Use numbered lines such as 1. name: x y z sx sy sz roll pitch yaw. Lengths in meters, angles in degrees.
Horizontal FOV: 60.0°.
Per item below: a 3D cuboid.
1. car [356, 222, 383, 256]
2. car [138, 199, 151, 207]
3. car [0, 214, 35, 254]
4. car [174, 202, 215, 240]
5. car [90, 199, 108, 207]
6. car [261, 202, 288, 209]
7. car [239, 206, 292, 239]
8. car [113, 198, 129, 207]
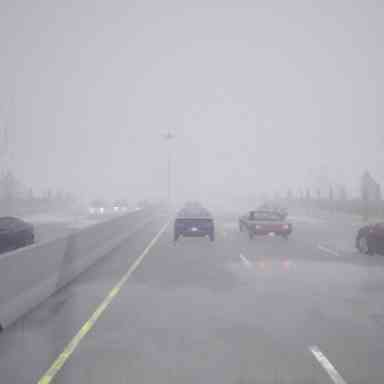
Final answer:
1. car: 7.099 1.357 10.397 2.097 1.767 4.553 0 0 0
2. car: -7.608 1.720 53.222 1.895 1.301 4.718 0 0 -5
3. car: -7.101 1.532 11.423 1.812 1.442 4.674 0 0 0
4. car: 0.097 1.491 17.103 1.882 1.535 5.008 0 0 0
5. car: -14.521 1.717 52.020 1.895 1.301 4.718 0 0 -5
6. car: 7.098 1.585 29.683 2.033 1.411 5.357 0 0 0
7. car: 3.599 1.614 17.227 1.895 1.301 4.718 0 0 0
8. car: -11.075 1.678 52.066 1.994 1.385 4.181 0 0 -5
